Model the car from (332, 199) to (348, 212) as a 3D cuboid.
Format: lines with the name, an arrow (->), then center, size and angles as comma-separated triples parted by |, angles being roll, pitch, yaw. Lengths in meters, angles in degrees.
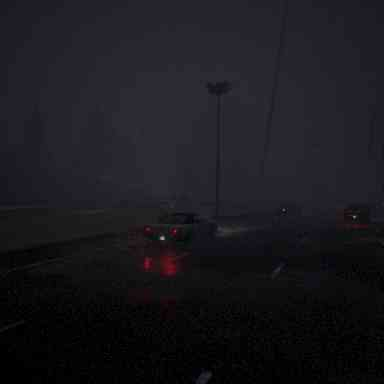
car -> 20.202, 1.774, 44.499 | 2.097, 1.767, 4.553 | 0, 0, 31

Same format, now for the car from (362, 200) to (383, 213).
car -> 24.217, 2.009, 44.327 | 2.033, 1.411, 5.357 | 0, 0, 36

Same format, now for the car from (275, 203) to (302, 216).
car -> 10.618, 1.850, 36.333 | 1.994, 1.385, 4.181 | 0, 0, 32

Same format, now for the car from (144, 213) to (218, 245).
car -> -0.305, 1.677, 16.112 | 1.895, 1.301, 4.718 | 0, 0, 25

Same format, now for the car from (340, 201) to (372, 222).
car -> 14.590, 1.795, 29.426 | 1.837, 1.490, 4.892 | 0, -1, 30

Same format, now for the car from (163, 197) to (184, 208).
car -> -2.070, 1.415, 42.799 | 2.150, 2.045, 5.566 | 0, -1, 31

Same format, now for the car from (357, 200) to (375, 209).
car -> 30.147, 2.113, 57.566 | 1.812, 1.442, 4.674 | 0, 0, 41
